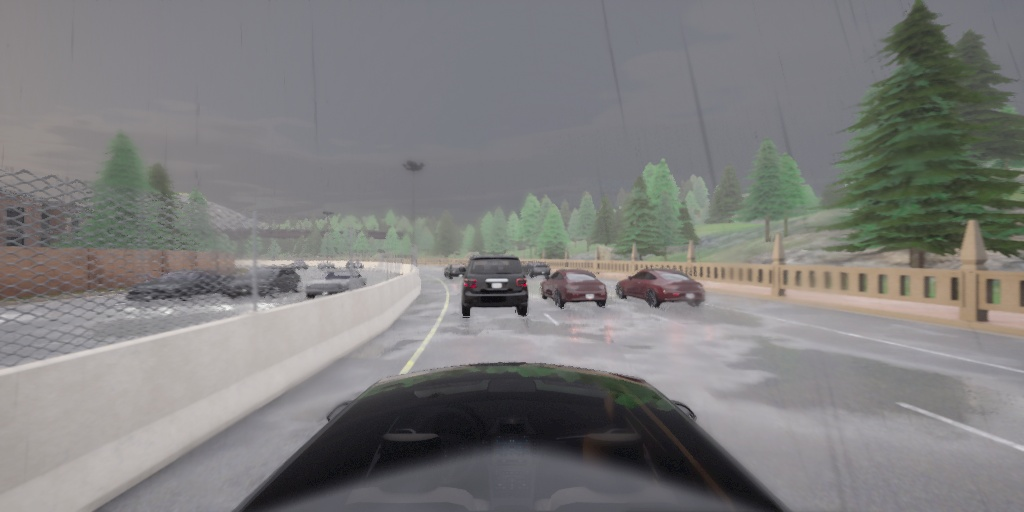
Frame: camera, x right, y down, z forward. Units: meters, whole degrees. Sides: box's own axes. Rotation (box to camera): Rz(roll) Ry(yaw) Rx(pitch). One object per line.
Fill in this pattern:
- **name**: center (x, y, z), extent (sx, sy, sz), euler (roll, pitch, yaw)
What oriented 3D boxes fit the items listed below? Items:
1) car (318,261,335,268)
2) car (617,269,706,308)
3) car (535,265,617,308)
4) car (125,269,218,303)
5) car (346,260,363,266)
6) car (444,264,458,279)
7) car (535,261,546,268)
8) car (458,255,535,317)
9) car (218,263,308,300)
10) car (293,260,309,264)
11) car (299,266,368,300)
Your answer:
- **car**: center (-28.900, 1.490, 55.943), extent (1.895, 1.301, 4.718), euler (0, 0, -36)
- **car**: center (6.014, 1.257, 14.948), extent (1.812, 1.442, 4.674), euler (0, 0, -7)
- **car**: center (2.463, 1.271, 15.035), extent (1.812, 1.442, 4.674), euler (0, 0, -8)
- **car**: center (-15.756, 1.368, 17.629), extent (2.033, 1.411, 5.357), euler (0, 0, -11)
- **car**: center (-24.444, 1.362, 55.669), extent (2.128, 1.511, 4.902), euler (0, 0, -34)
- **car**: center (-5.035, 1.383, 32.558), extent (1.895, 1.301, 4.718), euler (0, 0, -18)
- **car**: center (2.013, 1.246, 33.285), extent (2.128, 1.511, 4.902), euler (0, 0, -17)
- **car**: center (-0.770, 0.979, 13.394), extent (2.150, 2.045, 5.566), euler (0, 0, -7)
- **car**: center (-12.392, 1.312, 18.315), extent (1.837, 1.490, 4.892), euler (0, 0, -12)
- **car**: center (-32.494, 1.416, 54.881), extent (1.837, 1.490, 4.892), euler (0, 0, -37)
- **car**: center (-8.804, 1.393, 18.320), extent (1.895, 1.301, 4.718), euler (0, 0, -11)
